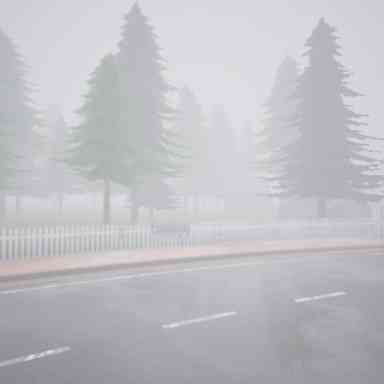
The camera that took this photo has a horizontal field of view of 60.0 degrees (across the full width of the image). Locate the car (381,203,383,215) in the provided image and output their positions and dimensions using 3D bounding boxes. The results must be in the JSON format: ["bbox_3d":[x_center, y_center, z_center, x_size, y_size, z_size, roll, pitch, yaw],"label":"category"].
[{"bbox_3d":[23.527,2.009,37.301,1.994,1.385,4.181,1,0,-5],"label":"car"}]

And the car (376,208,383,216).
[{"bbox_3d":[20.385,1.923,33.291,1.812,1.442,4.674,1,0,-5],"label":"car"}]
